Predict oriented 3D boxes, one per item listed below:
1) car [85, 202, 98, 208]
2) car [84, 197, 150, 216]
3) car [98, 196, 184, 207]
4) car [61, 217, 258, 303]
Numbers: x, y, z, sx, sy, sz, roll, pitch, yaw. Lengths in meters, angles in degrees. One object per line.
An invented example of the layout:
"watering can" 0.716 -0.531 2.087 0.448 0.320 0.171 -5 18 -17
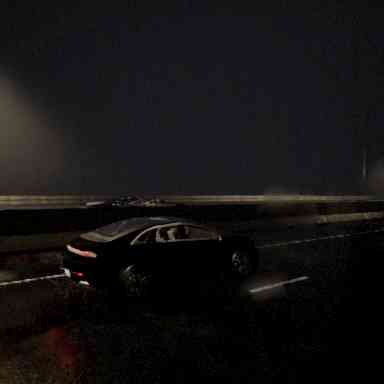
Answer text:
"car" -4.683 1.040 22.525 4.892 1.490 1.837 0 1 -37
"car" -5.803 1.059 26.077 4.718 1.301 1.895 0 1 -37
"car" -2.615 1.113 19.701 4.902 1.511 2.128 0 1 -37
"car" -0.477 1.345 7.871 4.902 1.511 2.128 0 1 -38
